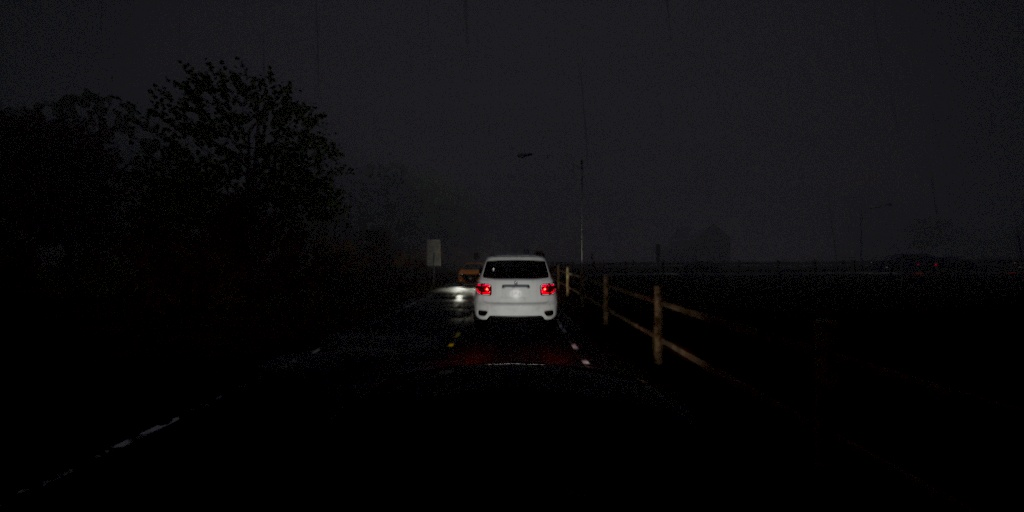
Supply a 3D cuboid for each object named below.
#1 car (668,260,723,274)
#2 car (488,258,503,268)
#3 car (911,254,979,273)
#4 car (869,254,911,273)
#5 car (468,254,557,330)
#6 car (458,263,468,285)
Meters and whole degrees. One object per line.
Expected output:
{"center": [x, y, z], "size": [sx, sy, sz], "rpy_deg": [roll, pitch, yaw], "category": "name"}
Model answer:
{"center": [20.004, 1.184, 39.242], "size": [5.357, 1.411, 2.033], "rpy_deg": [0, 0, -1], "category": "car"}
{"center": [-2.735, 1.164, 60.415], "size": [2.128, 1.511, 4.902], "rpy_deg": [0, 0, 0], "category": "car"}
{"center": [44.581, 0.858, 36.729], "size": [4.553, 1.767, 2.097], "rpy_deg": [0, 0, 0], "category": "car"}
{"center": [42.891, 0.757, 39.560], "size": [5.566, 2.045, 2.150], "rpy_deg": [0, 0, 0], "category": "car"}
{"center": [0.109, 0.967, 11.198], "size": [2.150, 2.045, 5.566], "rpy_deg": [0, 0, 0], "category": "car"}
{"center": [-2.715, 1.210, 25.899], "size": [1.882, 1.535, 5.008], "rpy_deg": [0, 0, 0], "category": "car"}
